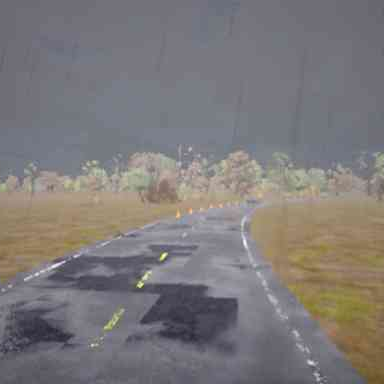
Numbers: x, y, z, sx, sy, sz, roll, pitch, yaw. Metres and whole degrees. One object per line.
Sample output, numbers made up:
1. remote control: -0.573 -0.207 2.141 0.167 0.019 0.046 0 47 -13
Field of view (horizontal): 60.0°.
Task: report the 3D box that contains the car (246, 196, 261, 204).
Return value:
1. car: 11.035 1.444 59.532 1.994 1.385 4.181 0 0 24
